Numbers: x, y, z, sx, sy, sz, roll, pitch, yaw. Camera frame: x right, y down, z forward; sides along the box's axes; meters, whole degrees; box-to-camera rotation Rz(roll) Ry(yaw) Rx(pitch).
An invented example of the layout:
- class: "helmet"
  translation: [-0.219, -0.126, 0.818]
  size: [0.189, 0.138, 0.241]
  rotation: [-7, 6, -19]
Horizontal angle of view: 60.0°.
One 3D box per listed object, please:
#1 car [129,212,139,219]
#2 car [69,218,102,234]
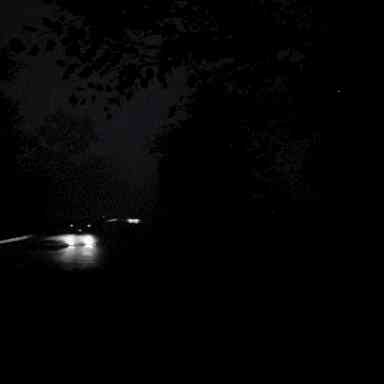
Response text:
- class: "car"
  translation: [-12.402, 5.050, 71.341]
  size: [2.128, 1.511, 4.902]
  rotation: [2, -3, -4]
- class: "car"
  translation: [-9.577, 3.032, 30.225]
  size: [1.895, 1.301, 4.718]
  rotation: [2, -3, -4]
